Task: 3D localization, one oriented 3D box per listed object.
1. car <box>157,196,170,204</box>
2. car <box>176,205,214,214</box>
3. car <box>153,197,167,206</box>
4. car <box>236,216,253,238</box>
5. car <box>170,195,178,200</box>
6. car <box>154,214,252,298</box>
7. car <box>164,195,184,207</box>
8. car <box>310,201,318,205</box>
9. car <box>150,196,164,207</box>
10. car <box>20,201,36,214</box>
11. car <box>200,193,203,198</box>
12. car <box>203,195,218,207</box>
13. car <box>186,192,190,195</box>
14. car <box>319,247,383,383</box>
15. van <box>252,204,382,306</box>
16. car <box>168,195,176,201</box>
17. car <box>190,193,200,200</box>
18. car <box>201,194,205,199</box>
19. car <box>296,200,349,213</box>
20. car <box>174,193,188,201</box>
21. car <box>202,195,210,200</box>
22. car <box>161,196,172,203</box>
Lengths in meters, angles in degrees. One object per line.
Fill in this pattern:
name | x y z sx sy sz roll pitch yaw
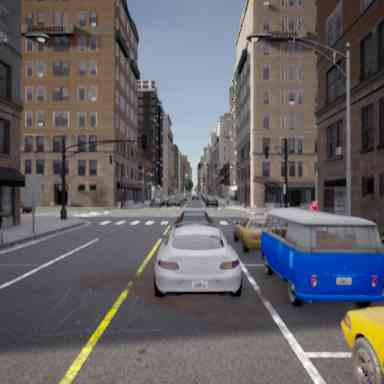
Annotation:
car | -5.285 1.521 62.236 2.008 1.369 4.403 1 0 1
car | 0.119 1.557 15.908 1.994 1.385 4.181 0 0 0
car | -5.366 1.539 56.707 1.947 1.339 4.313 1 0 1
car | 2.699 1.520 13.566 1.752 1.417 4.829 1 0 0
car | -4.884 1.515 89.880 1.947 1.339 4.313 1 0 1
car | 0.095 1.522 8.392 1.812 1.442 4.674 0 0 -1
car | -2.656 1.542 49.151 1.994 1.385 4.181 0 0 0
car | 15.618 1.337 35.810 5.566 2.045 2.150 1 -1 0
car | -5.446 1.559 51.179 1.802 1.307 4.206 1 0 1
car | -17.902 1.351 32.637 4.892 1.490 1.837 0 -1 0
car | 3.480 1.523 78.710 1.947 1.339 4.313 1 0 1
car | 3.079 1.542 51.059 1.947 1.339 4.313 1 0 1
car | -2.186 1.435 79.328 1.882 1.535 5.008 0 0 1
car | 2.679 1.524 2.219 1.752 1.417 4.829 1 0 0
van | 2.691 1.338 7.722 1.690 1.788 3.998 1 0 0
car | -4.966 1.479 84.181 1.752 1.417 4.829 1 0 1
car | 0.938 1.474 87.943 1.812 1.442 4.674 0 0 1
car | 3.239 1.520 62.119 2.008 1.369 4.403 1 0 1
car | 15.268 1.690 39.058 5.357 1.411 2.033 0 -1 0
car | -2.457 1.460 64.069 2.128 1.511 4.902 0 0 1
car | 3.641 1.499 89.770 2.008 1.369 4.403 1 0 1
car | -5.205 1.511 67.765 1.887 1.381 4.507 1 0 1
